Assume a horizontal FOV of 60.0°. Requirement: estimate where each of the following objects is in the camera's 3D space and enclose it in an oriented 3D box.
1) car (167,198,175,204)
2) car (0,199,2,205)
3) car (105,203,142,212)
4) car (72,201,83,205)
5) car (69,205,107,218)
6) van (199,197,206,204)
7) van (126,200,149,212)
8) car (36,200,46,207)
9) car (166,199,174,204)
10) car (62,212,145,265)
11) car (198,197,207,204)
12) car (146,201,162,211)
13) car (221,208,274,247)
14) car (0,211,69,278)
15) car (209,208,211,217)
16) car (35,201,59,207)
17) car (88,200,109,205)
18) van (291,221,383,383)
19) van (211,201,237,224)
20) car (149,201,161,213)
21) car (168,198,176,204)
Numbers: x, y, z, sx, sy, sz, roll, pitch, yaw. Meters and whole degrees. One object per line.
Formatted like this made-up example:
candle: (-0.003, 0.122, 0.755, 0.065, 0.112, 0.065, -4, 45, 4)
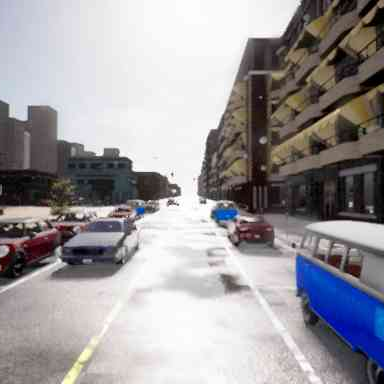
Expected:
car: (-2.996, 1.727, 53.346, 1.994, 1.385, 4.181, 0, -1, 0)
car: (-42.907, 2.295, 70.419, 5.009, 1.841, 2.192, 0, -1, 1)
car: (-5.644, 1.840, 27.246, 1.887, 1.381, 4.507, 1, -1, 0)
car: (-25.193, 2.462, 70.217, 4.313, 1.339, 1.947, 0, -1, 1)
car: (-5.644, 1.616, 15.957, 1.967, 1.590, 4.097, 1, -1, 0)
van: (2.712, 2.225, 87.928, 1.690, 1.788, 3.998, 1, -1, 0)
van: (-5.641, 1.695, 32.894, 1.690, 1.788, 3.998, 1, -1, 0)
car: (-26.372, 2.130, 61.598, 4.097, 1.590, 1.967, 0, -1, 1)
car: (-5.672, 2.465, 87.891, 1.802, 1.307, 4.206, 1, -1, 0)
car: (-3.097, 1.687, 12.525, 2.033, 1.411, 5.357, 0, -1, 0)
car: (2.708, 2.384, 82.347, 2.008, 1.369, 4.403, 1, -1, 0)
car: (-5.642, 2.069, 49.829, 1.887, 1.381, 4.507, 1, -1, 0)
car: (2.703, 1.722, 15.988, 1.887, 1.381, 4.507, 1, -1, 0)
car: (-5.650, 1.555, 10.311, 1.967, 1.590, 4.097, 1, -1, 0)
car: (2.704, 1.920, 32.924, 1.947, 1.339, 4.313, 1, -1, 0)
car: (-30.673, 2.504, 70.291, 4.206, 1.307, 1.802, 0, -1, 1)
car: (-19.712, 2.420, 70.141, 4.403, 1.369, 2.008, 0, -1, 1)
van: (2.704, 1.395, 4.697, 1.690, 1.788, 3.998, 1, -1, 0)
van: (2.707, 1.637, 27.281, 1.690, 1.788, 3.998, 1, -1, 0)
car: (-5.641, 1.908, 44.185, 1.967, 1.590, 4.097, 1, -1, 0)
car: (-5.671, 2.478, 93.472, 1.887, 1.381, 4.507, 1, -1, 0)
